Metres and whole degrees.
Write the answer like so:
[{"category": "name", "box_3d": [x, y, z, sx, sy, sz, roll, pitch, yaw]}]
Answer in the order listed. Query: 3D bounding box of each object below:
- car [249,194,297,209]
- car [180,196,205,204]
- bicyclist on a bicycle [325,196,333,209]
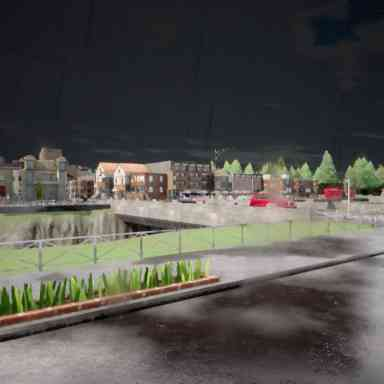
[{"category": "car", "box_3d": [8.842, 1.221, 36.733, 2.150, 2.045, 5.566, 0, 0, -36]}, {"category": "car", "box_3d": [-0.150, 1.600, 49.254, 1.895, 1.301, 4.718, 0, 0, -36]}, {"category": "bicyclist on a bicycle", "box_3d": [16.589, 1.348, 40.345, 1.656, 1.620, 0.582, 0, 0, -36]}]
